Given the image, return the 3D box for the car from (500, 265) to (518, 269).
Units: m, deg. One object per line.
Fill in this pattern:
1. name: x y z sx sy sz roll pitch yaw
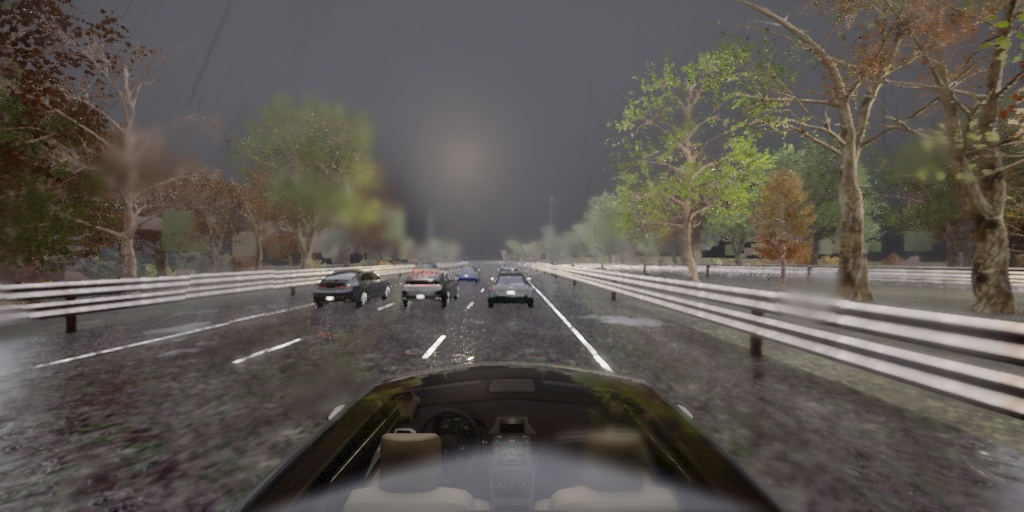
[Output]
1. car: -0.265 1.534 31.420 2.128 1.511 4.902 0 0 -1

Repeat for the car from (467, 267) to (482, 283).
1. car: -3.764 1.606 31.345 1.994 1.385 4.181 0 -1 -1

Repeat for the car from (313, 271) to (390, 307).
1. car: -7.055 1.398 16.284 1.837 1.490 4.892 0 0 0

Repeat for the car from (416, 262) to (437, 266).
1. car: -7.261 1.389 31.073 2.097 1.767 4.553 0 -1 -1

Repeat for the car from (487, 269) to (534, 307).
1. car: -0.056 1.455 16.368 1.994 1.385 4.181 0 -1 0

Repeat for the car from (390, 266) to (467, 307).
1. car: -3.555 1.383 16.295 2.128 1.511 4.902 0 0 0
